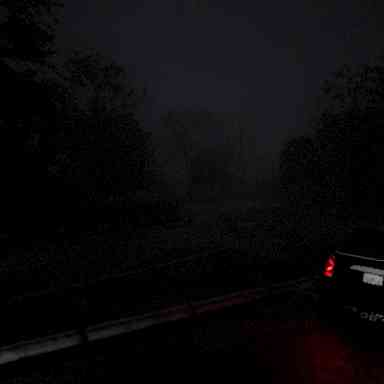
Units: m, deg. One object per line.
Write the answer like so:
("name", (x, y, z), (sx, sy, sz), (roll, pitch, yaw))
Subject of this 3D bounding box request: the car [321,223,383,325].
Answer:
("car", (4.554, 1.332, 6.244), (4.553, 1.767, 2.097), (-1, 1, -33))

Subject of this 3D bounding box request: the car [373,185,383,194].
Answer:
("car", (30.824, -0.676, 50.798), (5.566, 2.045, 2.150), (-2, 1, 22))
